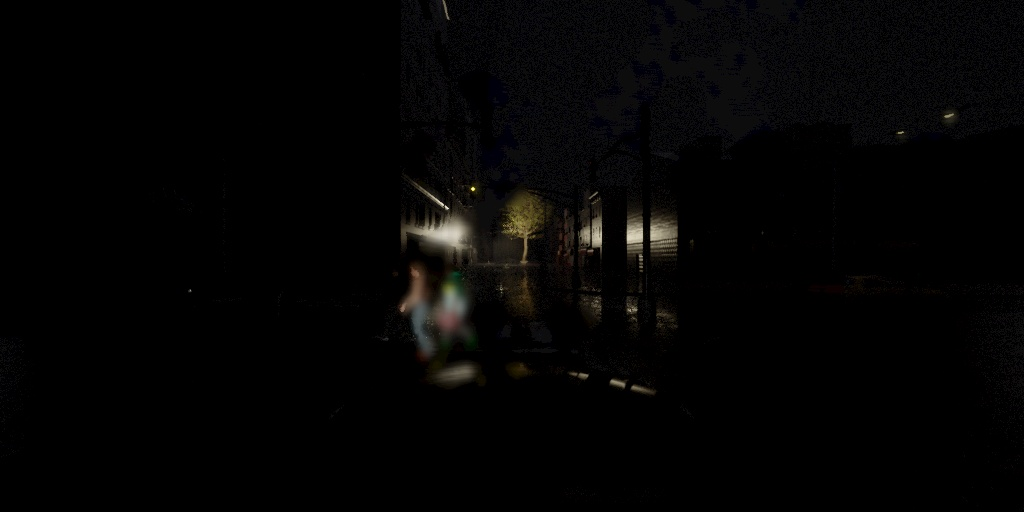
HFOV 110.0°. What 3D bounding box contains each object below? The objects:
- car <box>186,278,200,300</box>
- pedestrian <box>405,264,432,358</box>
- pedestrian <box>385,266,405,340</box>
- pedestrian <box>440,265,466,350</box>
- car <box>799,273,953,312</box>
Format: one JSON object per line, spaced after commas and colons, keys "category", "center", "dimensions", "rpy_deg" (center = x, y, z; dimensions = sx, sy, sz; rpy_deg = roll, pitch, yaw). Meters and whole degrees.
{"category": "car", "center": [-15.640, 1.168, 14.702], "dimensions": [4.892, 1.490, 1.837], "rpy_deg": [0, 0, 0]}
{"category": "pedestrian", "center": [-1.814, 1.046, 7.074], "dimensions": [0.375, 1.860, 0.375], "rpy_deg": [0, 0, 0]}
{"category": "pedestrian", "center": [-2.611, 1.044, 8.282], "dimensions": [0.375, 1.860, 0.375], "rpy_deg": [0, 0, 0]}
{"category": "pedestrian", "center": [-1.250, 1.044, 7.675], "dimensions": [0.375, 1.860, 0.375], "rpy_deg": [0, 0, 0]}
{"category": "car", "center": [13.906, 1.346, 13.812], "dimensions": [4.829, 1.417, 1.751], "rpy_deg": [0, 0, 0]}
